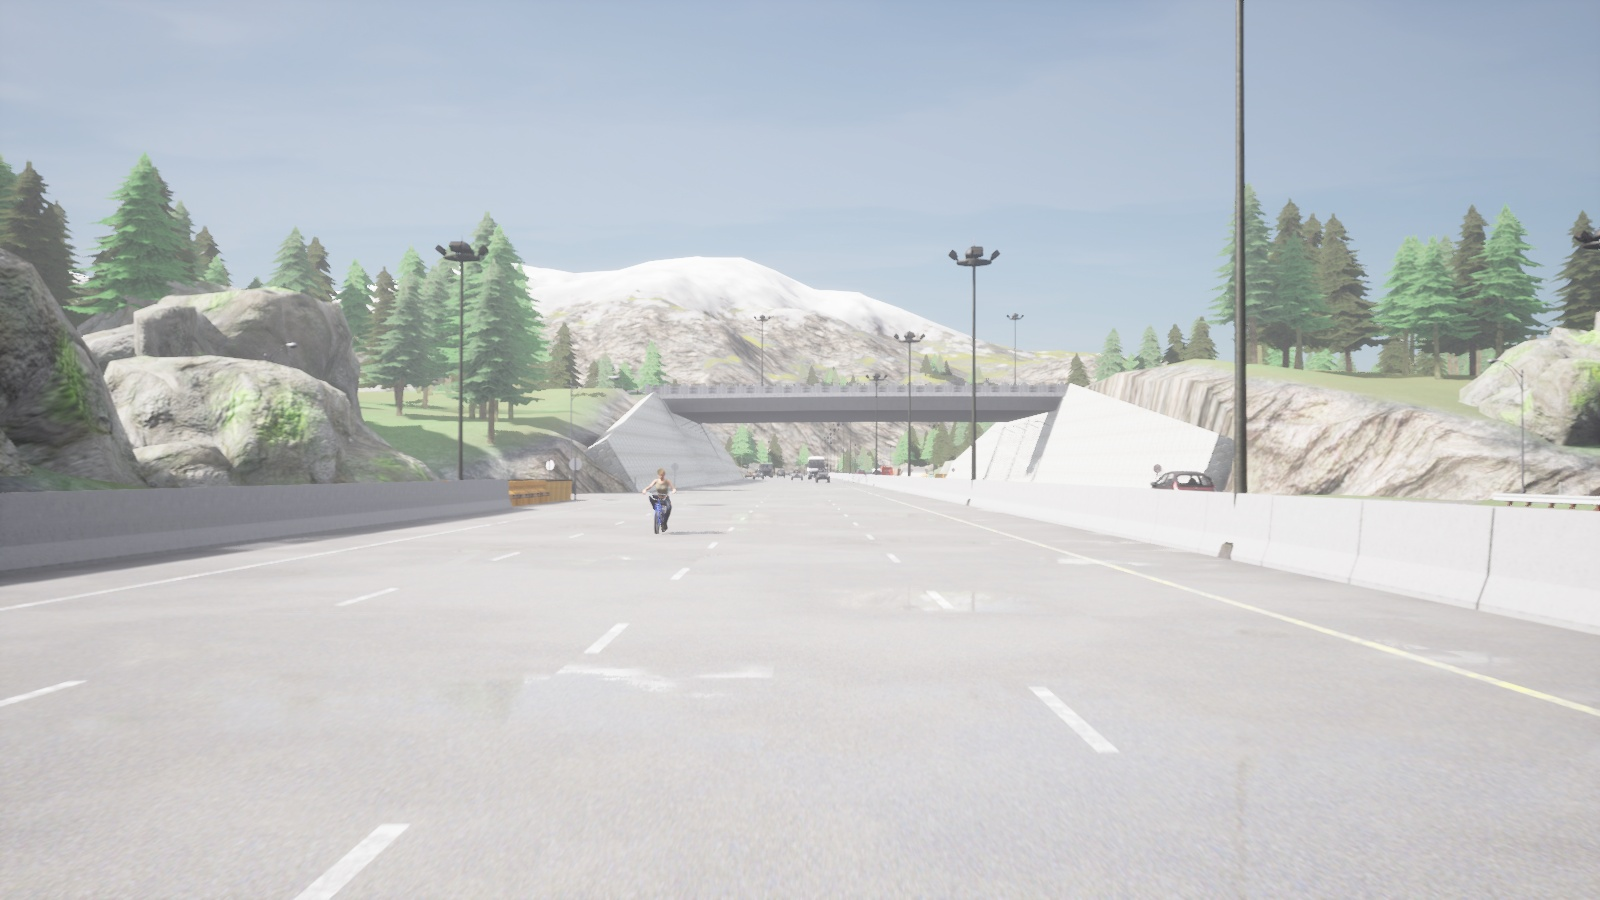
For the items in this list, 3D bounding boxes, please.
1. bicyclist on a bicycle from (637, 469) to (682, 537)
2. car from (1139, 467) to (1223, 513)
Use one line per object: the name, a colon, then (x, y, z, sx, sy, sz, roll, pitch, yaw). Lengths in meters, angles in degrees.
bicyclist on a bicycle: (-3.424, 1.279, 30.723, 0.866, 1.612, 1.509, 1, -1, 3)
car: (13.888, 1.427, 45.974, 1.851, 1.617, 3.988, 0, -1, 0)
